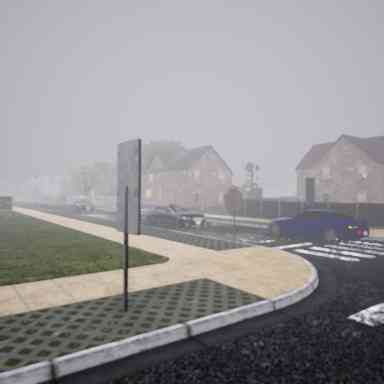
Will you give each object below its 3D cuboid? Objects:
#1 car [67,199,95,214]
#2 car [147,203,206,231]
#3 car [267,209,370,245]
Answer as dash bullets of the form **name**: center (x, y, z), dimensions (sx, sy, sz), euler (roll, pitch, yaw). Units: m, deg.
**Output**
- **car**: center (-11.952, 1.474, 35.799), dimensions (2.128, 1.511, 4.902), euler (1, -1, -36)
- **car**: center (-1.069, 1.473, 20.780), dimensions (2.128, 1.511, 4.902), euler (1, 0, -36)
- **car**: center (5.770, 1.547, 15.652), dimensions (1.812, 1.442, 4.674), euler (0, 0, -40)
